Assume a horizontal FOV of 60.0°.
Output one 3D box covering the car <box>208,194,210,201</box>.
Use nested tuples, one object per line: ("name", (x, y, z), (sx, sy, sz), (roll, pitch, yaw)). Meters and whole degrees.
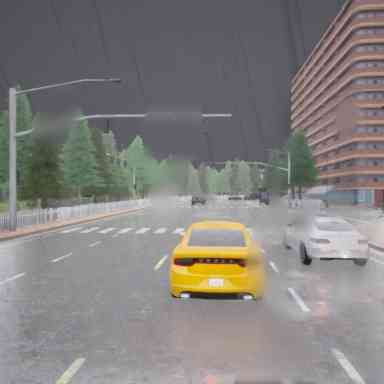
("car", (2.070, 1.352, 69.505), (2.097, 1.767, 4.553), (0, 0, 5))

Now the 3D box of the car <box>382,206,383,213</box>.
("car", (20.312, 1.581, 30.949), (4.674, 1.442, 1.812), (0, 0, 5))

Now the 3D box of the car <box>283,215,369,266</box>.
("car", (4.428, 1.526, 11.502), (1.812, 1.442, 4.674), (0, 0, 5))

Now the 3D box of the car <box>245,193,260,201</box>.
("car", (15.130, 1.500, 86.809), (1.837, 1.490, 4.892), (0, 0, 34))

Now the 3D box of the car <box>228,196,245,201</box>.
("car", (11.330, 1.595, 87.358), (1.895, 1.301, 4.718), (0, 0, 34))

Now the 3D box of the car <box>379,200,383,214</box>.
("car", (22.429, 1.560, 34.501), (4.892, 1.490, 1.837), (0, 0, 5))

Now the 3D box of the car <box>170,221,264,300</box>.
("car", (0.651, 1.478, 8.465), (1.882, 1.535, 5.008), (0, 0, 5))

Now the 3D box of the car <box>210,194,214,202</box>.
("car", (3.837, 1.355, 79.279), (2.097, 1.767, 4.553), (0, 0, 17))

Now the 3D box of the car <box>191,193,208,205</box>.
("car", (1.158, 1.221, 59.436), (2.150, 2.045, 5.566), (0, 0, 5))
